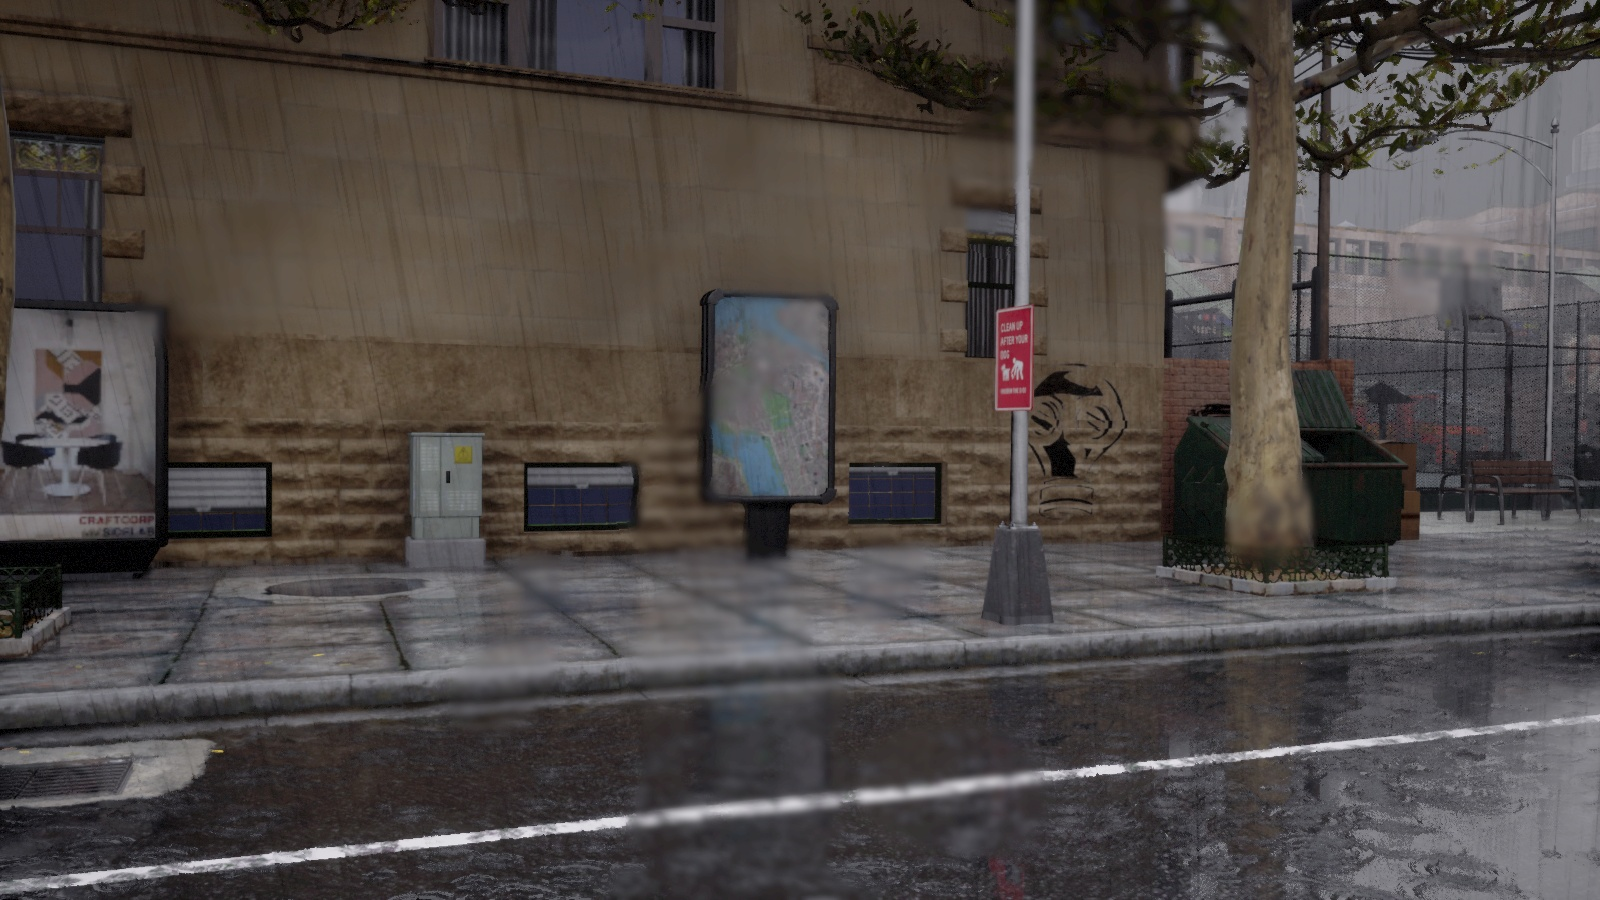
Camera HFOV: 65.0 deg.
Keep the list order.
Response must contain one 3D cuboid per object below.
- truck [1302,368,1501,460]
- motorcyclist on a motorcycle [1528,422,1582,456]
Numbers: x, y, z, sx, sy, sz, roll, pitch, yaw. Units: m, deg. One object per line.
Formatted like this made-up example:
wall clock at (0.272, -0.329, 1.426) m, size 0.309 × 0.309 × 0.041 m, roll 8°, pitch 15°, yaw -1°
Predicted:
truck at (27.005, -1.585, 56.968) m, size 2.891 × 3.827 × 8.468 m, roll -1°, pitch 1°, yaw -21°
motorcyclist on a motorcycle at (34.404, -0.523, 57.269) m, size 0.797 × 1.523 × 2.044 m, roll -1°, pitch 1°, yaw -21°
